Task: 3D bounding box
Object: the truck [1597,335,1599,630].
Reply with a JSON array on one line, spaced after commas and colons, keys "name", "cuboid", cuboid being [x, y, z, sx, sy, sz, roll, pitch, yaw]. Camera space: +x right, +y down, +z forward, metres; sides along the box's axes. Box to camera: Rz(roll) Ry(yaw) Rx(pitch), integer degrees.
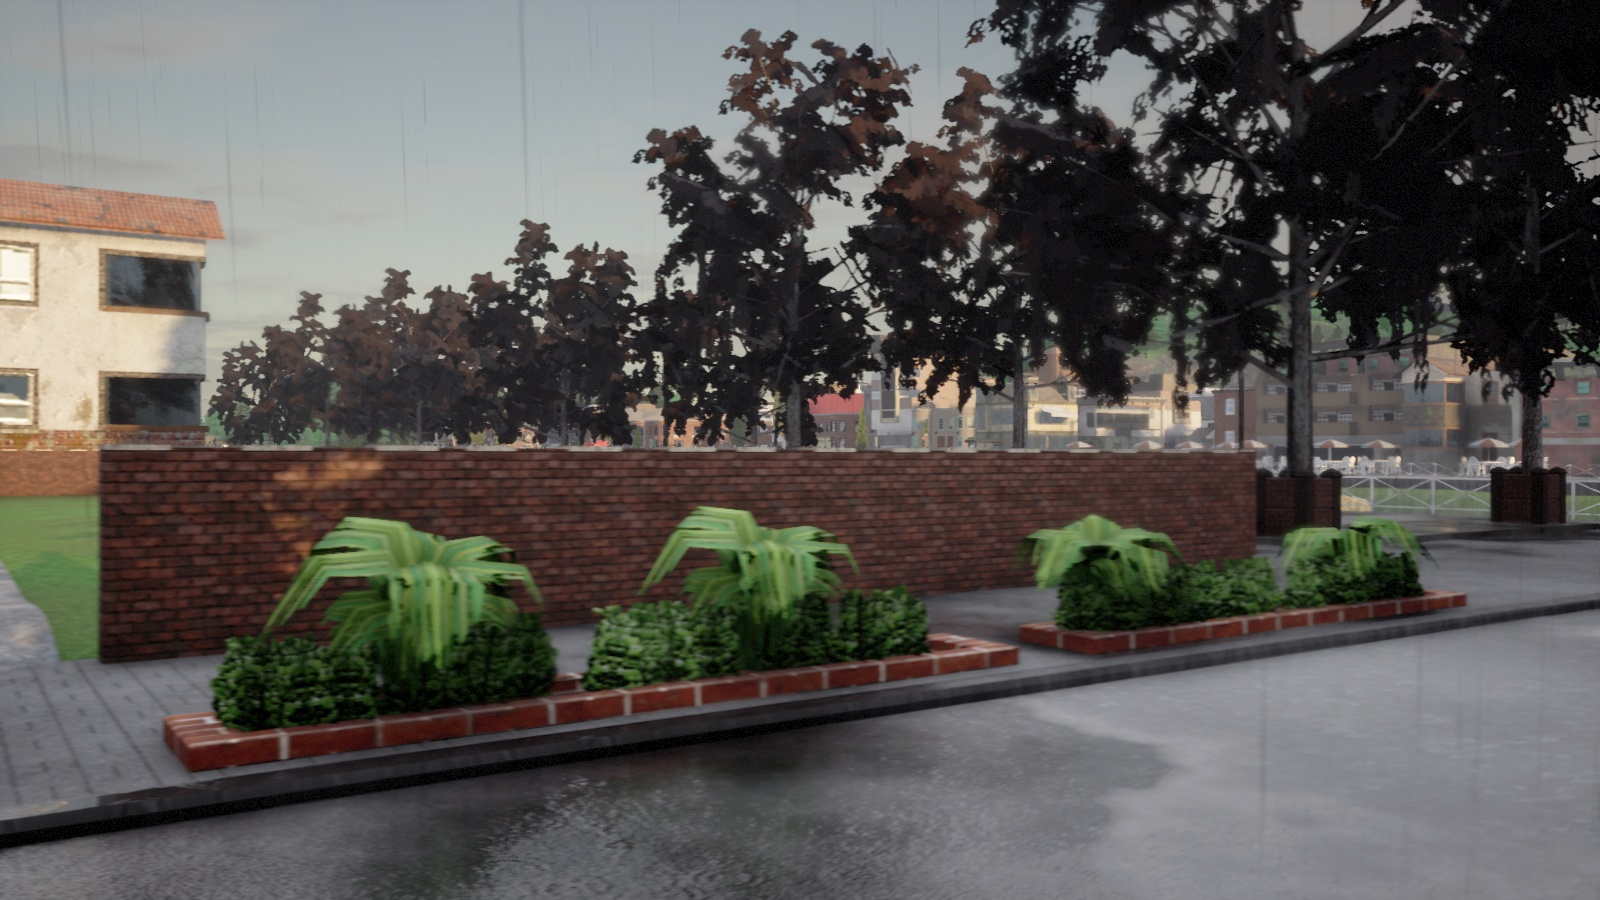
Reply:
[{"name": "truck", "cuboid": [9.572, 0.265, 10.932, 5.204, 2.467, 2.627, 0, 0, -35]}]
